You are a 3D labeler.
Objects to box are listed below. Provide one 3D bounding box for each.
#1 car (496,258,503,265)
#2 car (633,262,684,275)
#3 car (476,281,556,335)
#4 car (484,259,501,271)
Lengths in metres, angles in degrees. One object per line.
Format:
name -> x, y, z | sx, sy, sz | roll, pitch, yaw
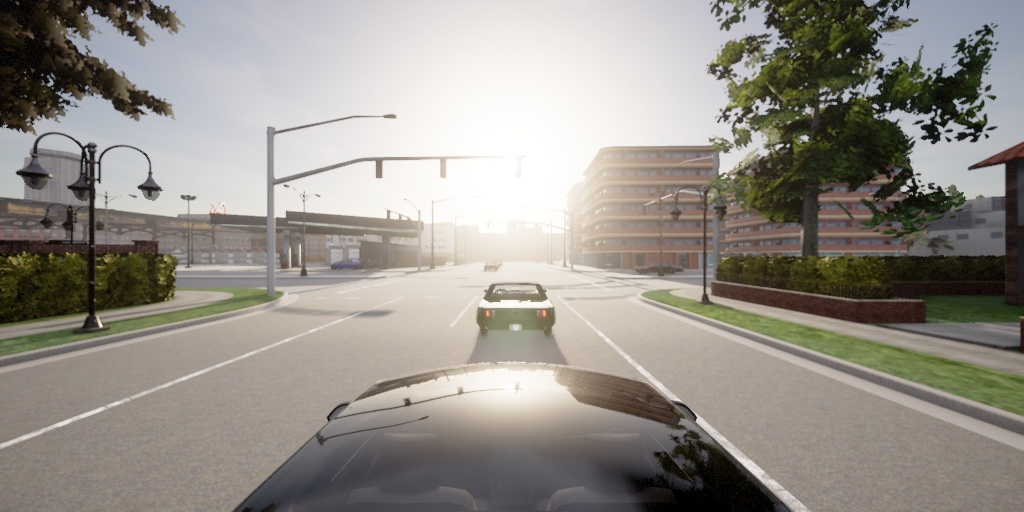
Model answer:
car -> -3.132, 1.434, 62.302 | 1.994, 1.385, 4.181 | 0, 0, 0
car -> 16.648, 1.375, 40.867 | 5.357, 1.411, 2.033 | 0, 0, 1
car -> 0.101, 1.369, 10.544 | 1.895, 1.301, 4.718 | 0, 0, 0
car -> -3.042, 1.452, 52.387 | 1.895, 1.301, 4.718 | 0, 0, -1
